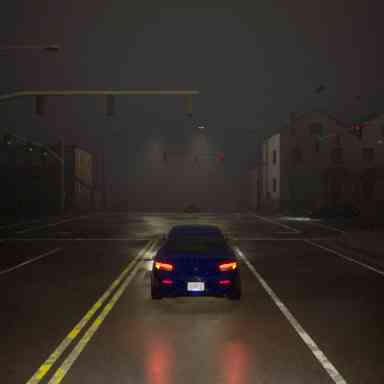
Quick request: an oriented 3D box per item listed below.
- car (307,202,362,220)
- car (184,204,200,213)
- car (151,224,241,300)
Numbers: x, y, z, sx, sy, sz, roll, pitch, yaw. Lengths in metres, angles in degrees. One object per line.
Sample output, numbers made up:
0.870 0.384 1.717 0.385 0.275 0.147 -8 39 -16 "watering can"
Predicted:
11.905 1.564 27.945 4.181 1.385 1.994 0 0 -1 "car"
0.022 2.361 42.105 1.812 1.442 4.674 0 -8 1 "car"
0.087 1.526 8.263 1.812 1.442 4.674 0 0 0 "car"
